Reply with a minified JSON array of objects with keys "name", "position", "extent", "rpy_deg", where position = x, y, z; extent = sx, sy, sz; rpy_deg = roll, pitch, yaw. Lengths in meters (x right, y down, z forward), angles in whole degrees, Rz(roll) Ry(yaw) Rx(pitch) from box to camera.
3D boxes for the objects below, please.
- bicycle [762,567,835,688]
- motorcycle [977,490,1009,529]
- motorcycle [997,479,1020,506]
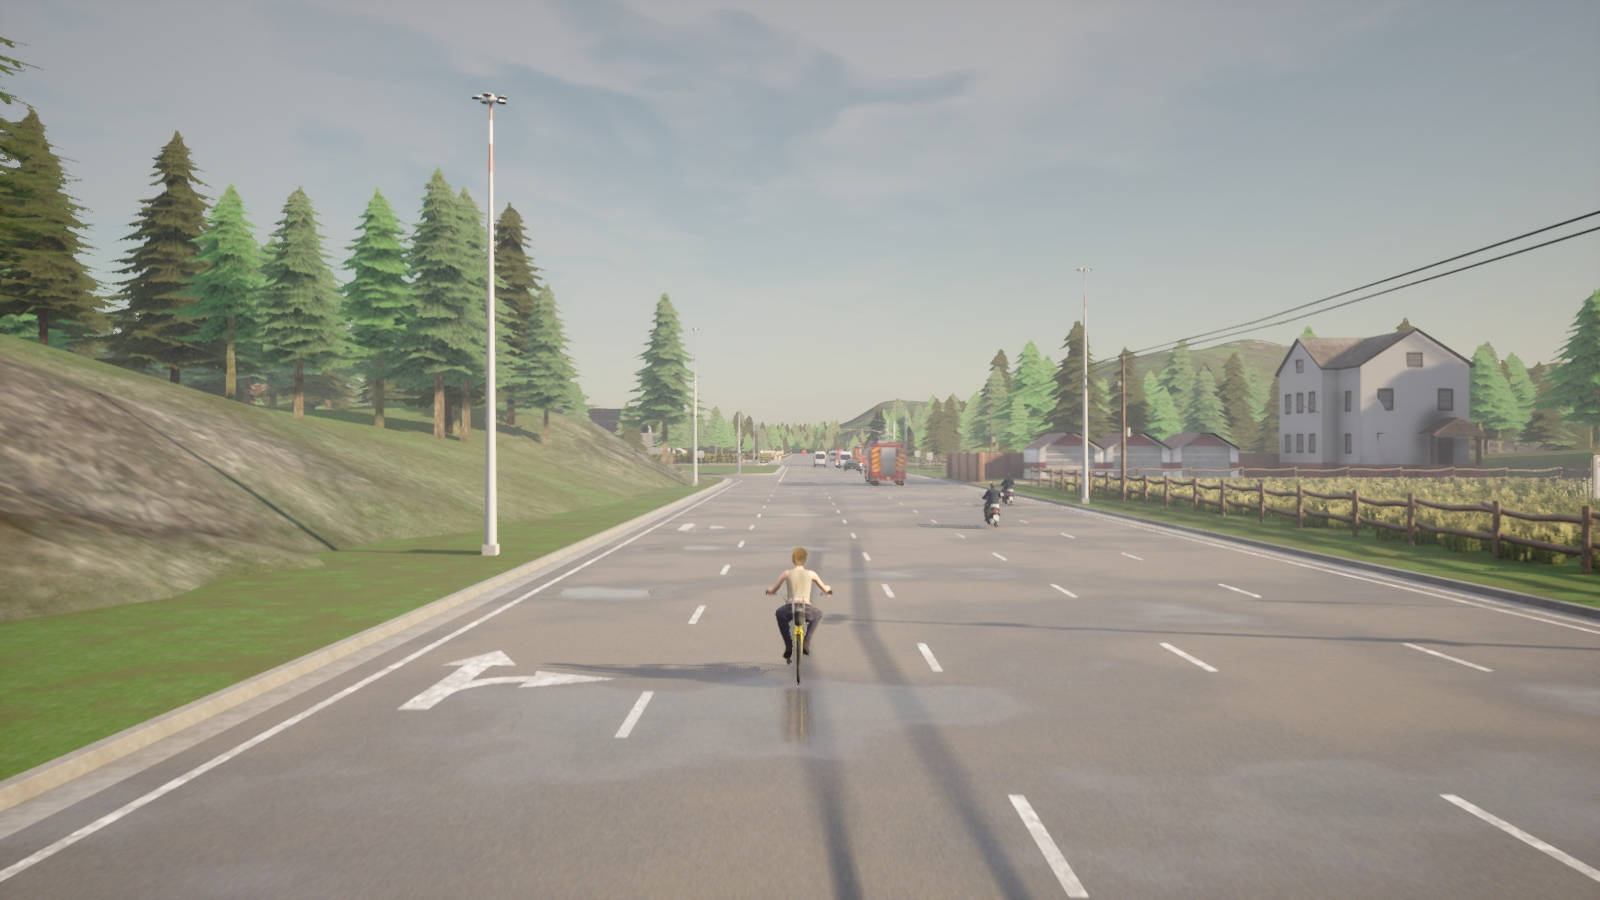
[{"name":"bicycle","position":[-0.013,2.158,14.150],"extent":[0.859,1.276,1.487],"rpy_deg":[0,0,0]},{"name":"motorcycle","position":[7.004,2.142,41.597],"extent":[0.856,1.316,1.805],"rpy_deg":[0,0,0]},{"name":"motorcycle","position":[10.496,2.142,57.602],"extent":[0.856,1.316,1.805],"rpy_deg":[0,0,0]}]
